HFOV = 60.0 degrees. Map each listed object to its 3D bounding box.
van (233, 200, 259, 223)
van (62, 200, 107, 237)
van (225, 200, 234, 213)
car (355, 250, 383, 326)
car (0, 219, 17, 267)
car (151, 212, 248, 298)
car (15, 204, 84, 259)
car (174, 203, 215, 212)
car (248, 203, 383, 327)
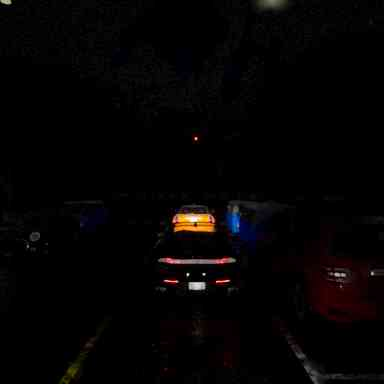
[{"bbox_3d":[2.749,1.341,12.385,1.690,1.788,3.998,0,0,0],"label":"van"},{"bbox_3d":[-5.783,1.342,17.814,1.690,1.788,3.998,0,0,0],"label":"van"},{"bbox_3d":[2.743,1.342,17.823,1.690,1.788,3.998,0,0,0],"label":"van"},{"bbox_3d":[2.761,1.440,1.510,1.967,1.590,4.097,0,0,0],"label":"car"},{"bbox_3d":[-5.770,1.525,6.769,1.752,1.417,4.829,0,0,0],"label":"car"},{"bbox_3d":[0.094,1.492,8.471,2.128,1.511,4.902,0,0,0],"label":"car"},{"bbox_3d":[-5.776,1.440,12.376,1.967,1.590,4.097,0,0,0],"label":"car"},{"bbox_3d":[0.120,1.353,17.520,2.097,1.767,4.553,0,0,1],"label":"car"},{"bbox_3d":[2.755,1.315,6.948,2.192,1.841,5.009,0,0,0],"label":"car"}]
